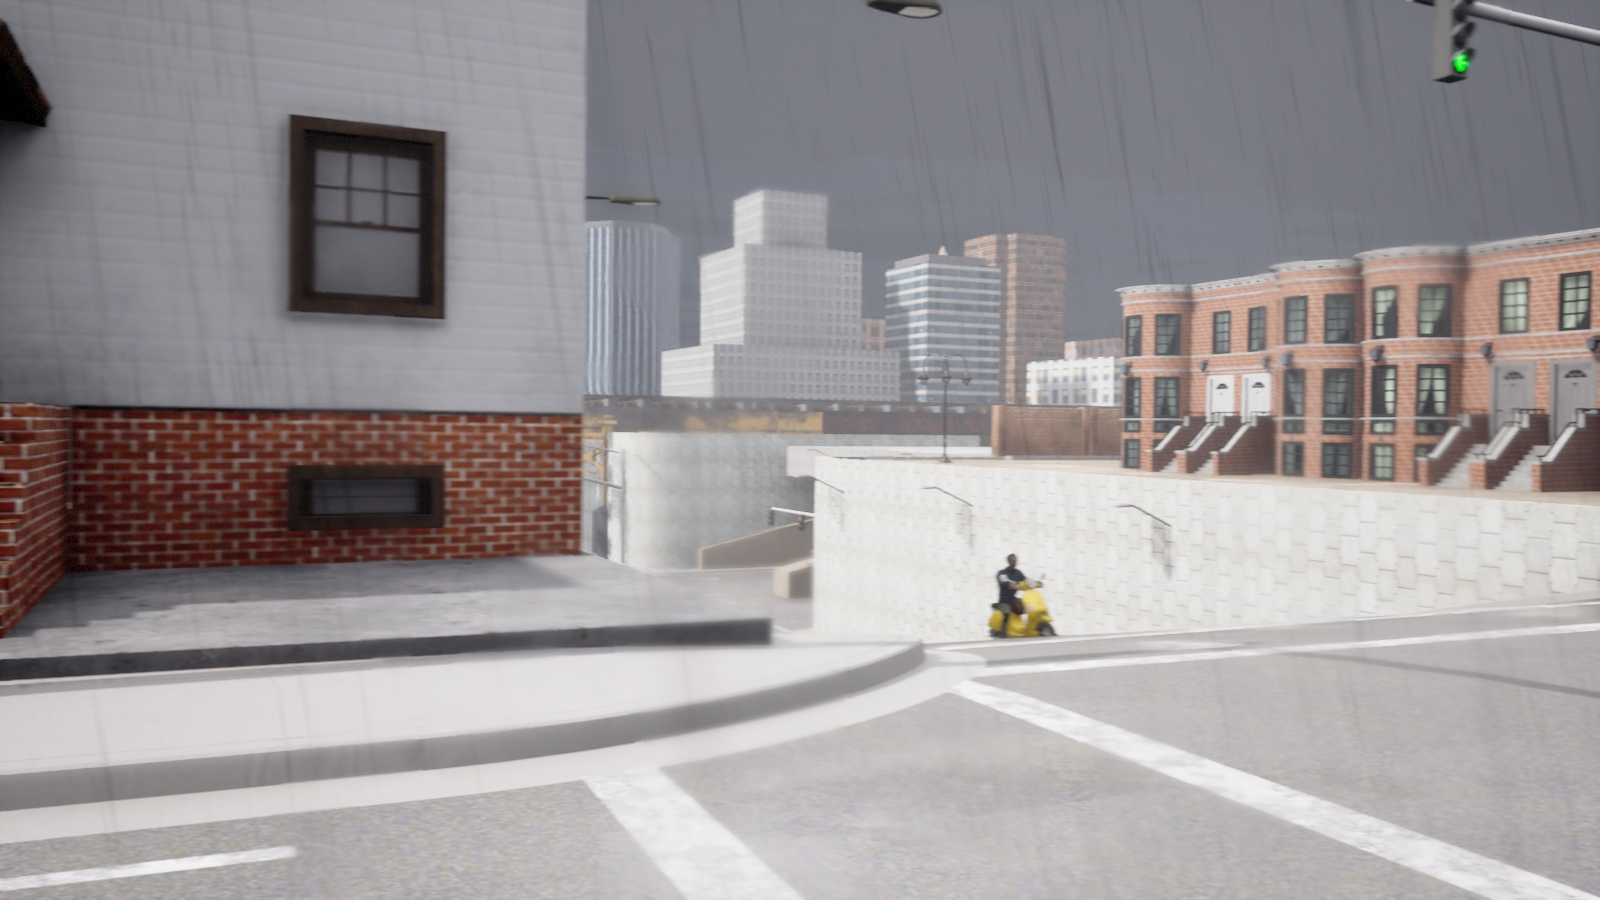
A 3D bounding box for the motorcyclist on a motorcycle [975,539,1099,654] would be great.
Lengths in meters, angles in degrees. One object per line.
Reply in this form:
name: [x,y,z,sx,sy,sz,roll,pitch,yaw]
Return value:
motorcyclist on a motorcycle: [3.756,2.362,20.102,0.866,1.590,1.817,-2,-11,-24]
